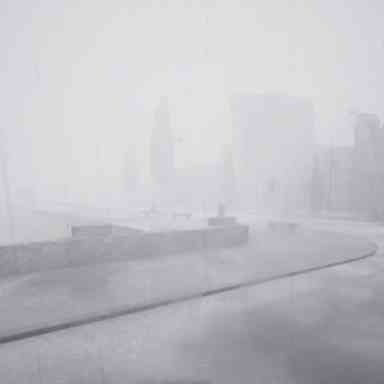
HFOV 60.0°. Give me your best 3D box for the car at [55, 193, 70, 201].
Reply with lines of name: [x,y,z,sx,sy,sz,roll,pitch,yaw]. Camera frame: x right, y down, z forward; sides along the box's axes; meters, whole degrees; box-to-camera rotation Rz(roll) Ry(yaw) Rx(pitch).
car: [-32.892,1.513,85.483,1.895,1.301,4.718,0,0,-35]
